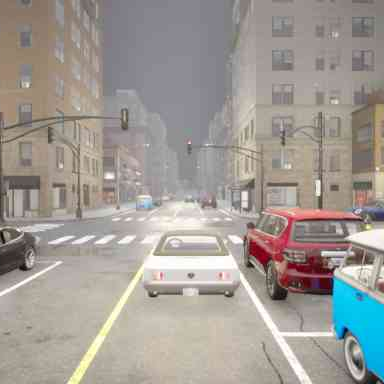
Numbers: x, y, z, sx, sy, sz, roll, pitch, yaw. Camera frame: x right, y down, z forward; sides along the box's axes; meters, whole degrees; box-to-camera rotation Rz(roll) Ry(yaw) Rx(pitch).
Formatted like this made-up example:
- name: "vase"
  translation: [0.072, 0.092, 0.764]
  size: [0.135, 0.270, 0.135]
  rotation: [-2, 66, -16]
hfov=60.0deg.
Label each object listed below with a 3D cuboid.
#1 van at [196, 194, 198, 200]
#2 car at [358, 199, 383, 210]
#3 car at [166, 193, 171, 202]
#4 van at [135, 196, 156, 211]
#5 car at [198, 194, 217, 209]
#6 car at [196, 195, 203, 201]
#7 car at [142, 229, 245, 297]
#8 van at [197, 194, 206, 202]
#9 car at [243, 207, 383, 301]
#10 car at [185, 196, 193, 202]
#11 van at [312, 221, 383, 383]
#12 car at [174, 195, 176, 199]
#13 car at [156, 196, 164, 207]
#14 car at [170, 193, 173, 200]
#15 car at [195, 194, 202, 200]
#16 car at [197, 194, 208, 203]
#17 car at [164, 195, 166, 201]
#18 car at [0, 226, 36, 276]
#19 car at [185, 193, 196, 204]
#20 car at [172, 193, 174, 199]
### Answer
- name: "van"
  translation: [2.138, 1.333, 61.870]
  size: [1.690, 1.788, 3.998]
  rotation: [0, 0, -1]
- name: "car"
  translation: [13.091, 1.286, 23.251]
  size: [4.553, 1.767, 2.097]
  rotation: [0, 0, -1]
- name: "car"
  translation: [-6.048, 1.514, 72.438]
  size: [1.752, 1.417, 4.829]
  rotation: [0, 0, -1]
- name: "van"
  translation: [-5.763, 1.337, 40.171]
  size: [1.690, 1.788, 3.998]
  rotation: [0, 0, -1]
- name: "car"
  translation: [2.300, 1.310, 45.652]
  size: [2.192, 1.841, 5.009]
  rotation: [0, 0, -1]
- name: "car"
  translation: [1.865, 1.510, 89.070]
  size: [1.752, 1.417, 4.829]
  rotation: [0, 0, -1]
- name: "car"
  translation: [-0.017, 1.601, 8.501]
  size: [1.895, 1.301, 4.718]
  rotation: [0, 0, 0]
- name: "van"
  translation: [2.029, 1.330, 72.683]
  size: [1.690, 1.788, 3.998]
  rotation: [0, 0, -1]
- name: "car"
  translation: [2.573, 1.315, 8.282]
  size: [2.192, 1.841, 5.009]
  rotation: [0, 0, -1]
- name: "car"
  translation: [-0.675, 1.584, 75.453]
  size: [1.895, 1.301, 4.718]
  rotation: [0, 0, -1]
- name: "van"
  translation: [2.624, 1.341, 2.771]
  size: [1.690, 1.788, 3.998]
  rotation: [0, 0, -1]
- name: "car"
  translation: [-6.193, 1.300, 88.826]
  size: [2.192, 1.841, 5.009]
  rotation: [0, 0, -1]
- name: "car"
  translation: [-5.858, 1.560, 50.983]
  size: [1.947, 1.339, 4.313]
  rotation: [0, 0, -1]
- name: "car"
  translation: [-6.097, 1.538, 78.013]
  size: [2.008, 1.369, 4.403]
  rotation: [0, 0, -1]
- name: "car"
  translation: [1.812, 1.424, 94.306]
  size: [1.967, 1.590, 4.097]
  rotation: [0, 0, -1]
- name: "car"
  translation: [2.084, 1.305, 67.277]
  size: [2.192, 1.841, 5.009]
  rotation: [0, 0, -1]
- name: "car"
  translation: [-5.906, 1.537, 56.389]
  size: [1.887, 1.381, 4.507]
  rotation: [0, 0, -1]
- name: "car"
  translation: [-5.451, 1.566, 8.209]
  size: [1.947, 1.339, 4.313]
  rotation: [0, 0, -1]
- name: "car"
  translation: [-0.476, 1.482, 65.089]
  size: [2.128, 1.511, 4.902]
  rotation: [0, 0, -1]
- name: "car"
  translation: [-6.145, 1.552, 83.420]
  size: [1.947, 1.339, 4.313]
  rotation: [0, 0, -1]
